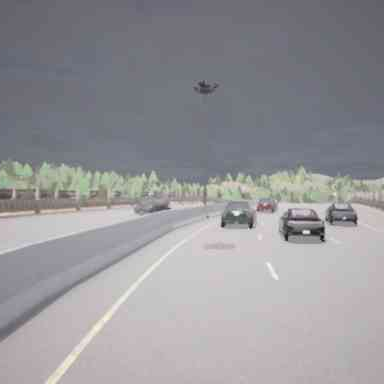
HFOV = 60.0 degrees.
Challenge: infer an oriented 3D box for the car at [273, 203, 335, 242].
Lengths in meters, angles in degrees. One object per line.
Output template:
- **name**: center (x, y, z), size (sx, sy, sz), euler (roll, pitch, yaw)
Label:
- **car**: center (5.488, 1.560, 16.972), size (2.128, 1.511, 4.902), euler (0, 0, 11)

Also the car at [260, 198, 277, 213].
- **car**: center (9.097, 1.495, 40.084), size (2.097, 1.767, 4.553), euler (0, 0, 20)

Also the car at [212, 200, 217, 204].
- **car**: center (4.375, 1.688, 47.775), size (2.033, 1.411, 5.357), euler (0, 0, 21)

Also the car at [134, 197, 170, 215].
- **car**: center (-4.225, 1.420, 34.836), size (2.097, 1.767, 4.553), euler (0, 0, 19)

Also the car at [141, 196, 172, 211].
- **car**: center (-4.612, 1.440, 43.927), size (2.097, 1.767, 4.553), euler (0, 0, 21)

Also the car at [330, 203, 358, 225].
- **car**: center (11.168, 1.606, 25.078), size (2.128, 1.511, 4.902), euler (0, 0, 17)

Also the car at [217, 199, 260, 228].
- **car**: center (3.350, 1.426, 23.111), size (2.097, 1.767, 4.553), euler (0, 0, 14)
